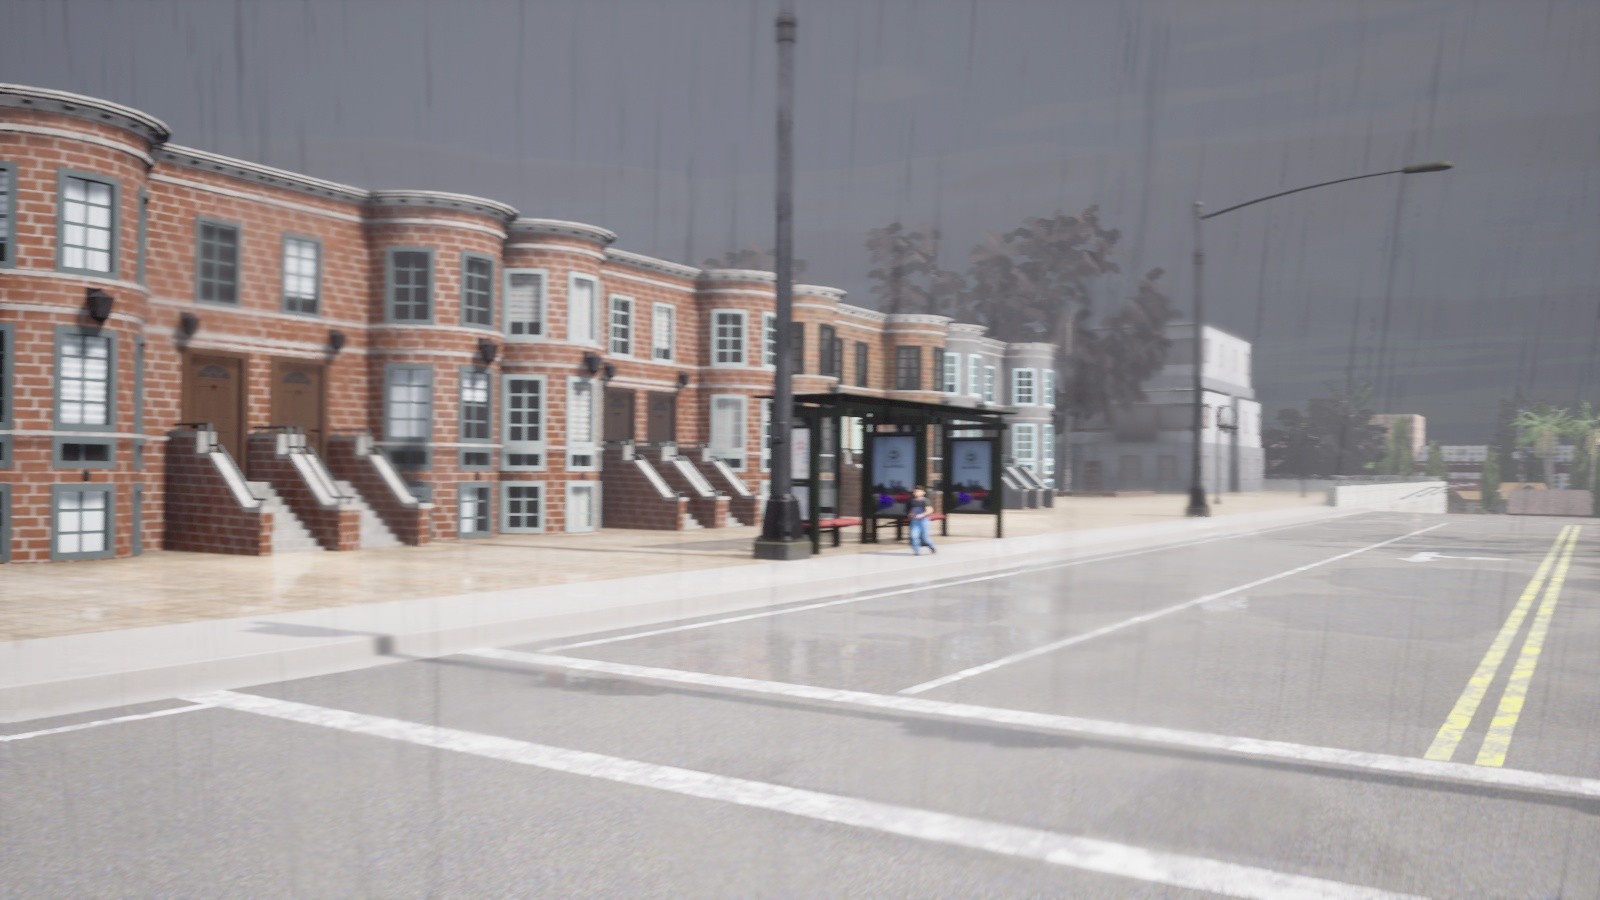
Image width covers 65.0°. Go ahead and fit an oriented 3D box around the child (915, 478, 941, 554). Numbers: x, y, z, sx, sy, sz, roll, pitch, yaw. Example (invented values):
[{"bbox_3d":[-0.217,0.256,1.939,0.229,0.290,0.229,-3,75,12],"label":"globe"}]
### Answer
[{"bbox_3d":[2.139,1.095,21.019,0.270,1.263,0.437,-1,-1,32],"label":"child"}]
